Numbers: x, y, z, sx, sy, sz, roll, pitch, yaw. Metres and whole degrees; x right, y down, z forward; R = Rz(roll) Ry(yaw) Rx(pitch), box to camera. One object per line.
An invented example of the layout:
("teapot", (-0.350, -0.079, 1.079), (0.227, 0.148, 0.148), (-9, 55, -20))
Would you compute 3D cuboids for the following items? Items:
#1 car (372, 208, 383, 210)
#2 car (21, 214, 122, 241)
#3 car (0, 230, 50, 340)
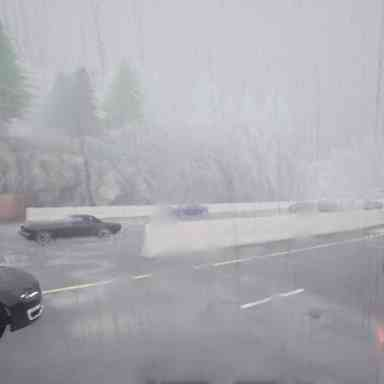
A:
("car", (27.085, 2.108, 49.400), (2.128, 1.511, 4.902), (-1, -1, 39))
("car", (-6.108, 1.821, 16.902), (4.718, 1.301, 1.895), (1, -1, -37))
("car", (-4.762, 1.569, 4.645), (4.892, 1.490, 1.837), (0, 0, -35))
